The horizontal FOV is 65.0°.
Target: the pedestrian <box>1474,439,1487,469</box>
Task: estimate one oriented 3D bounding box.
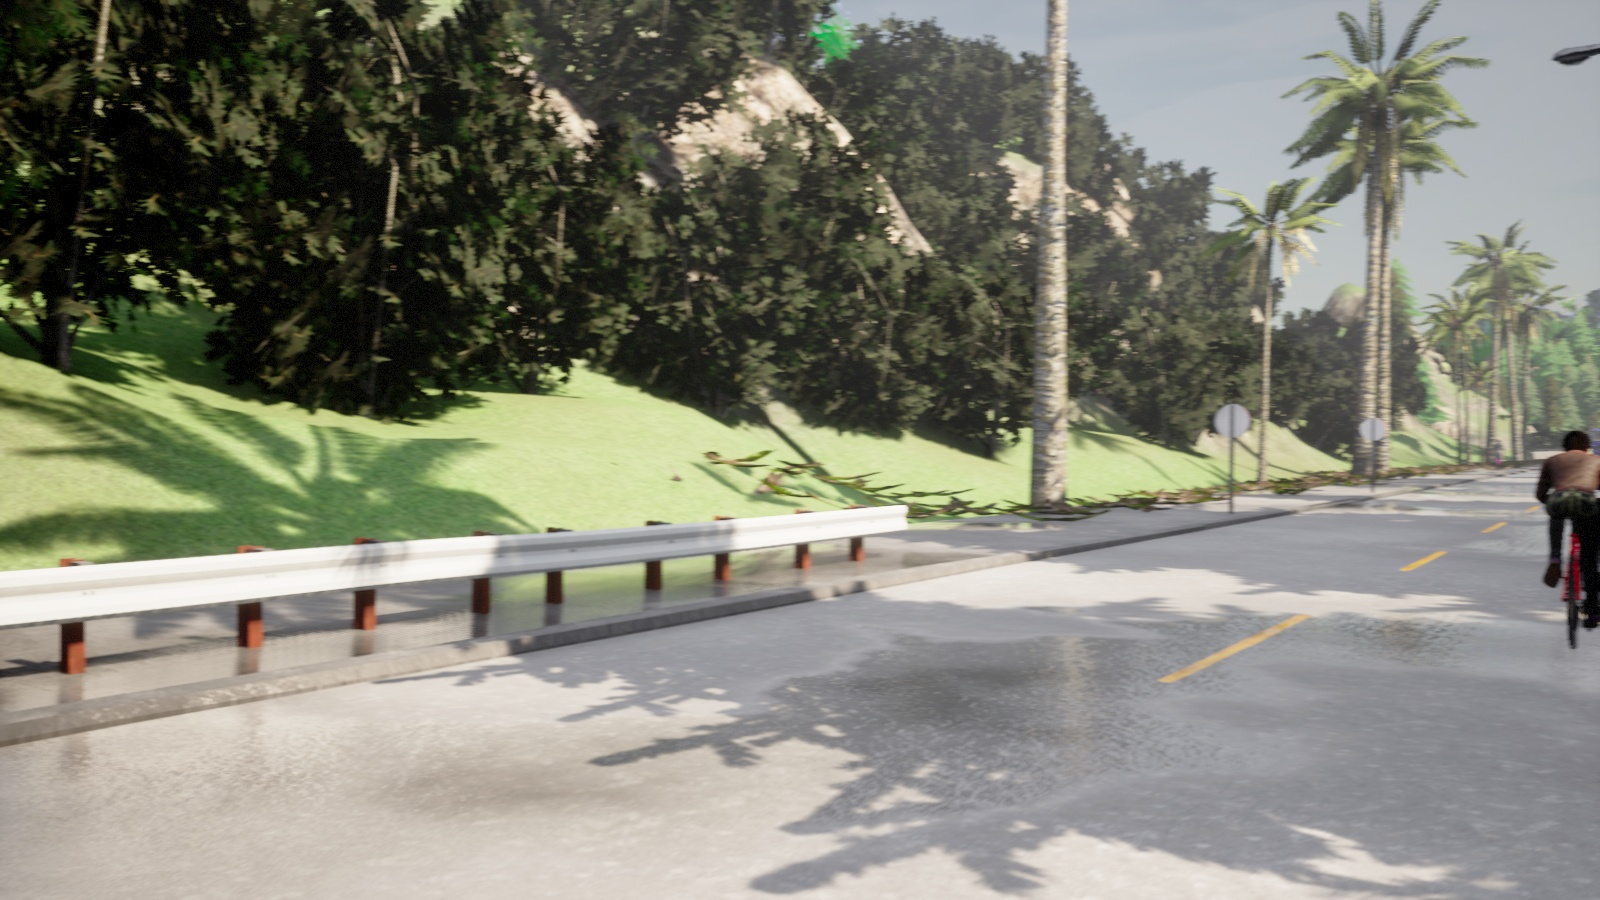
[{"bbox_3d":[44.873,0.269,82.777,0.659,1.952,0.873,1,0,34],"label":"pedestrian"}]

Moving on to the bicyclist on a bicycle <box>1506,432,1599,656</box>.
[{"bbox_3d":[5.995,0.681,9.926,0.582,1.620,1.656,1,0,33],"label":"bicyclist on a bicycle"}]
